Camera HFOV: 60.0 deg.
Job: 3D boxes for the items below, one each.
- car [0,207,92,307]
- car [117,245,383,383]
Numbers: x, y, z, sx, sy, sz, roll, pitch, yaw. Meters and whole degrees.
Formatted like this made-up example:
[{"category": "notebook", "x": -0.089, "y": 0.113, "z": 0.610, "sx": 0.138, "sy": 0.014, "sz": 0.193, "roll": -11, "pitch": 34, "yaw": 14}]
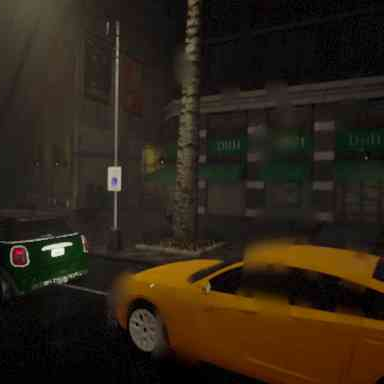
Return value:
[{"category": "car", "x": -4.551, "y": 1.163, "z": 7.568, "sx": 4.553, "sy": 1.767, "sz": 2.097, "roll": 1, "pitch": 1, "yaw": 27}, {"category": "car", "x": 1.226, "y": 1.442, "z": 4.277, "sx": 5.008, "sy": 1.535, "sz": 1.882, "roll": 2, "pitch": 1, "yaw": 33}]
